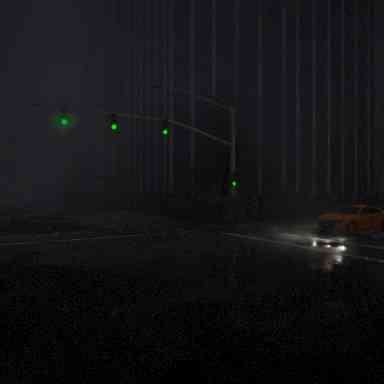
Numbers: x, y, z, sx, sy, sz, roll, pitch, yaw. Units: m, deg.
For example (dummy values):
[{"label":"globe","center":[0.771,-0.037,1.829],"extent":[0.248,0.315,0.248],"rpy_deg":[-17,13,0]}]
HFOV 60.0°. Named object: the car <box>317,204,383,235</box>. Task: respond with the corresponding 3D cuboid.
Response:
[{"label":"car","center":[9.236,1.478,18.837],"extent":[5.008,1.535,1.882],"rpy_deg":[0,0,-30]}]
